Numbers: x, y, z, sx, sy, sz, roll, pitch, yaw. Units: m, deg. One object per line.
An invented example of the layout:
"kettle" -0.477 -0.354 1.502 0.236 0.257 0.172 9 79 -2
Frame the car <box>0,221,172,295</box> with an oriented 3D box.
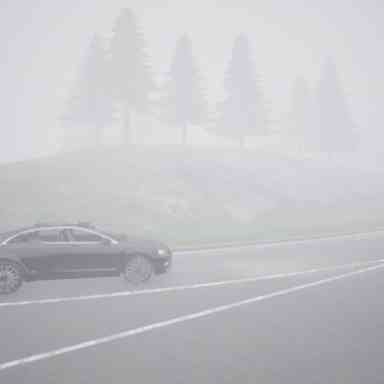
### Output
"car" -2.965 1.492 8.435 4.902 1.511 2.128 0 0 -16
